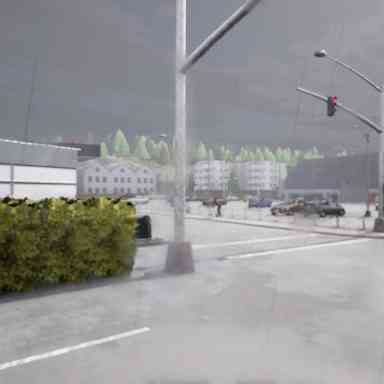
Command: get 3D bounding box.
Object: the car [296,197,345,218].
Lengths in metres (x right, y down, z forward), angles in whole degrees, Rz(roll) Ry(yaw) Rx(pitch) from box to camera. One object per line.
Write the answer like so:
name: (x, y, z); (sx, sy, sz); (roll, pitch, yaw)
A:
car: (11.782, 1.492, 29.724); (4.514, 1.523, 2.007); (0, 0, -35)

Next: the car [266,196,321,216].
car: (9.943, 1.483, 32.265); (5.027, 1.636, 2.152); (0, 0, -35)

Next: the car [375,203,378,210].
car: (25.327, 1.643, 42.836); (3.806, 1.475, 1.970); (0, 0, -35)

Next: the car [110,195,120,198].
car: (-20.126, 1.520, 84.689); (4.902, 1.511, 2.128); (0, 0, -35)

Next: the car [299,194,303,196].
car: (20.584, 1.378, 62.102); (3.866, 1.878, 1.905); (0, 0, -35)

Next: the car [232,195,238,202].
car: (9.314, 1.532, 77.664); (3.806, 1.475, 1.970); (0, 0, -35)

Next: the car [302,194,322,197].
car: (22.586, 1.401, 59.956); (4.605, 1.855, 1.932); (0, 0, -35)

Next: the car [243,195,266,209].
car: (9.448, 1.517, 46.371); (3.633, 1.501, 1.845); (0, 0, -35)

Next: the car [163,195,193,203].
car: (-2.792, 1.300, 65.205); (4.605, 1.855, 1.932); (0, 0, -35)

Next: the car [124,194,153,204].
car: (-9.722, 1.515, 60.317); (3.806, 1.475, 1.970); (0, 0, -35)

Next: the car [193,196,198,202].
car: (1.437, 1.558, 76.629); (4.514, 1.523, 2.007); (0, 0, -35)

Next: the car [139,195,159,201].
car: (-11.715, 1.531, 90.532); (5.008, 1.535, 1.882); (0, 0, -35)

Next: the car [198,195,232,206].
car: (3.759, 1.496, 54.587); (4.514, 1.523, 2.007); (0, 0, -35)

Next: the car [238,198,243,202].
car: (13.255, 1.455, 72.589); (5.027, 1.636, 2.152); (0, 0, -35)

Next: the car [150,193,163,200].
car: (-8.760, 1.285, 88.323); (5.566, 2.045, 2.150); (0, 0, -35)

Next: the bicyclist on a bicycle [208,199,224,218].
bicyclist on a bicycle: (2.026, 1.402, 27.793); (1.656, 1.620, 0.582); (0, 0, -35)
